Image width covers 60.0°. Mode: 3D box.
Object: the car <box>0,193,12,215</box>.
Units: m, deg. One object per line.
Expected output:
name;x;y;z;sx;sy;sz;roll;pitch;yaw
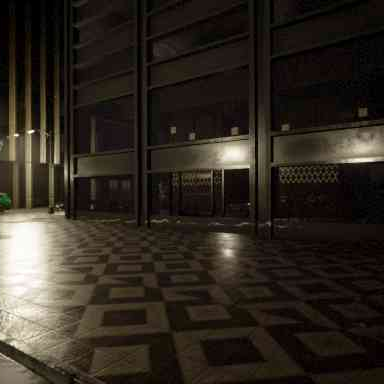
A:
car;-19.387;1.113;30.062;2.150;2.045;5.566;0;0;37

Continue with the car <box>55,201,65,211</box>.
car;-13.363;1.326;38.591;1.882;1.535;5.008;0;0;35
